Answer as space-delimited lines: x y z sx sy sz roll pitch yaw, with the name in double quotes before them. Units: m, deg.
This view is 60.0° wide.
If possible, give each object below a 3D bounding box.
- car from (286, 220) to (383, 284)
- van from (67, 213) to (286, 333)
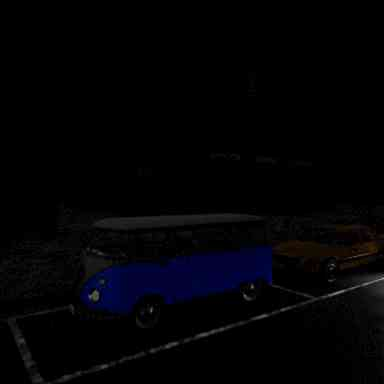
"car" 4.092 1.526 9.556 4.829 1.417 1.752 0 0 -35
"van" -0.201 1.341 6.503 3.998 1.788 1.690 0 0 -35
